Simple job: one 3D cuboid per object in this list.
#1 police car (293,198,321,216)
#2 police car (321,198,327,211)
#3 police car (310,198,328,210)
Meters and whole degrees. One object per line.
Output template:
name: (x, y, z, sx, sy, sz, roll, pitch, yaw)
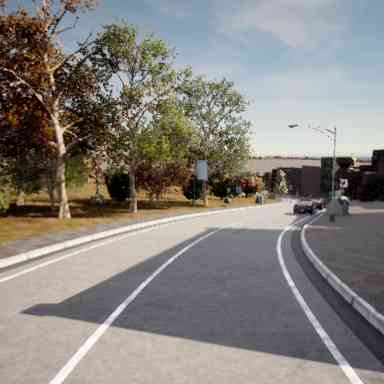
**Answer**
police car: (12.013, 1.607, 35.171, 1.930, 1.638, 5.238, 3, 1, 26)
police car: (16.396, 1.673, 44.214, 1.930, 1.638, 5.238, 3, 1, 26)
police car: (19.026, 1.719, 49.639, 1.930, 1.638, 5.238, 3, 1, 26)
